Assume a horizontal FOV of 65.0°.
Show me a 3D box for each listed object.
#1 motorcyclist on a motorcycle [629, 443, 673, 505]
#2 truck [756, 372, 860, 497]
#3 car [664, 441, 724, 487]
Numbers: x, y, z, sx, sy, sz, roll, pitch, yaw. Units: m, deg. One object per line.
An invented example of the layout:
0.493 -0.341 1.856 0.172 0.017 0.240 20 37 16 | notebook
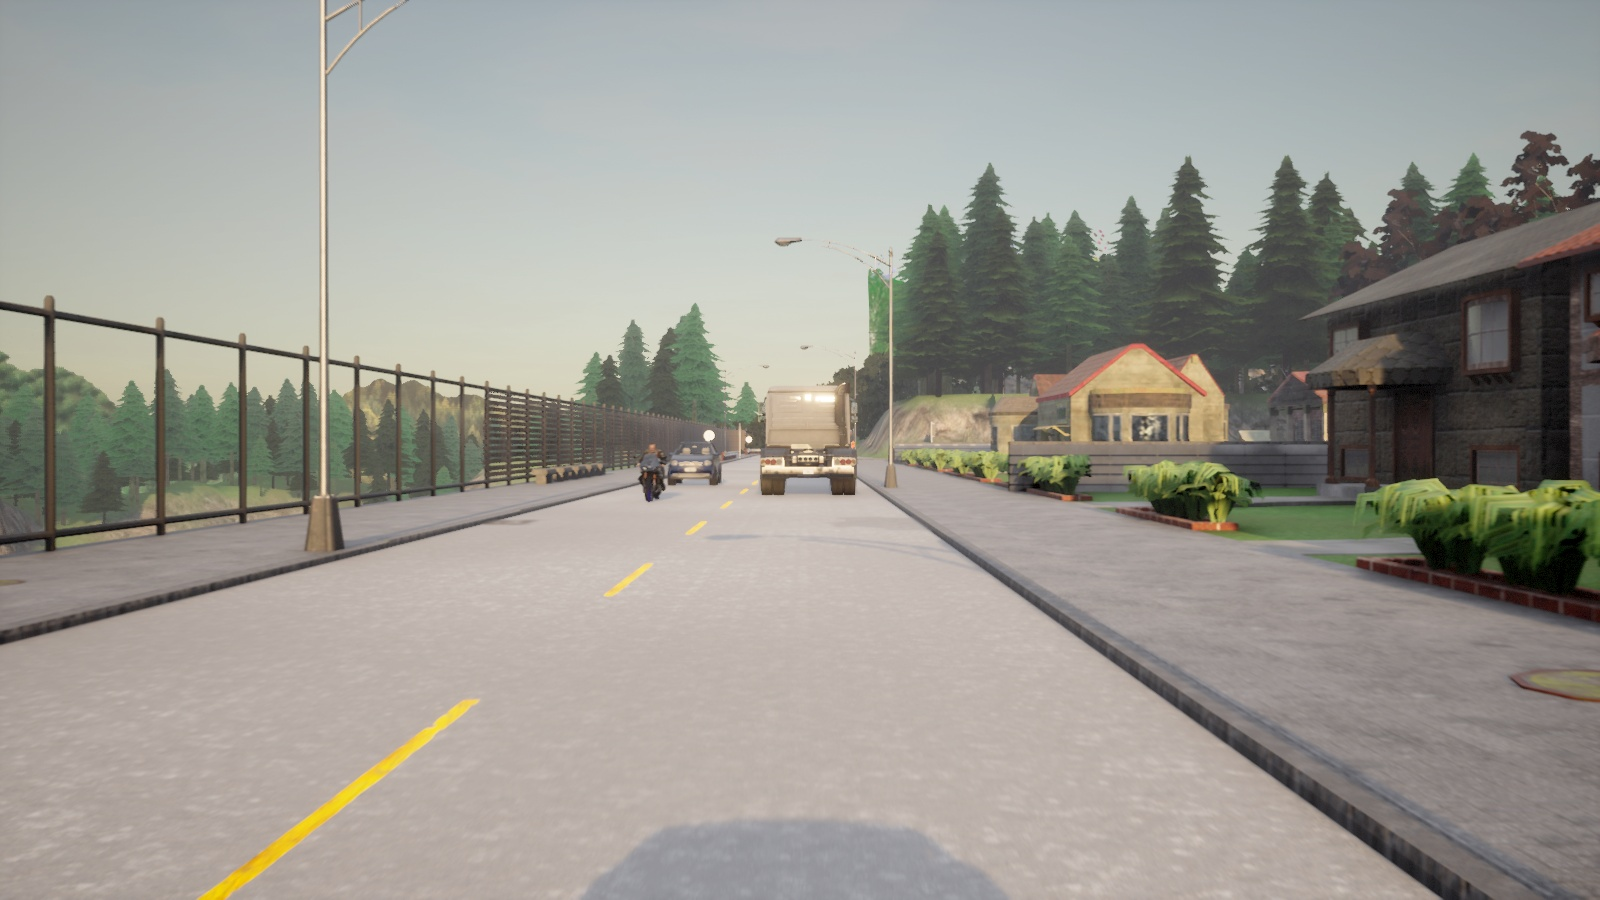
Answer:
-3.796 0.597 32.212 0.866 1.530 2.191 0 0 0 | motorcyclist on a motorcycle
0.243 -0.454 38.808 2.891 3.462 7.936 0 0 0 | truck
-3.723 0.471 44.505 1.789 1.549 3.705 0 0 0 | car
